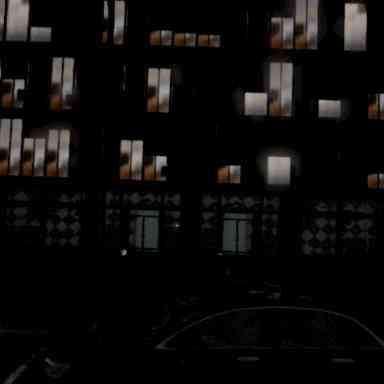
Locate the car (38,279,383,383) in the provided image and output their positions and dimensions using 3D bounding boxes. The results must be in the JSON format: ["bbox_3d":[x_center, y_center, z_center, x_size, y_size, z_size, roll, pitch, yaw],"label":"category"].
[{"bbox_3d":[0.564,1.763,3.869,4.403,1.369,2.008,2,-2,1],"label":"car"}]
